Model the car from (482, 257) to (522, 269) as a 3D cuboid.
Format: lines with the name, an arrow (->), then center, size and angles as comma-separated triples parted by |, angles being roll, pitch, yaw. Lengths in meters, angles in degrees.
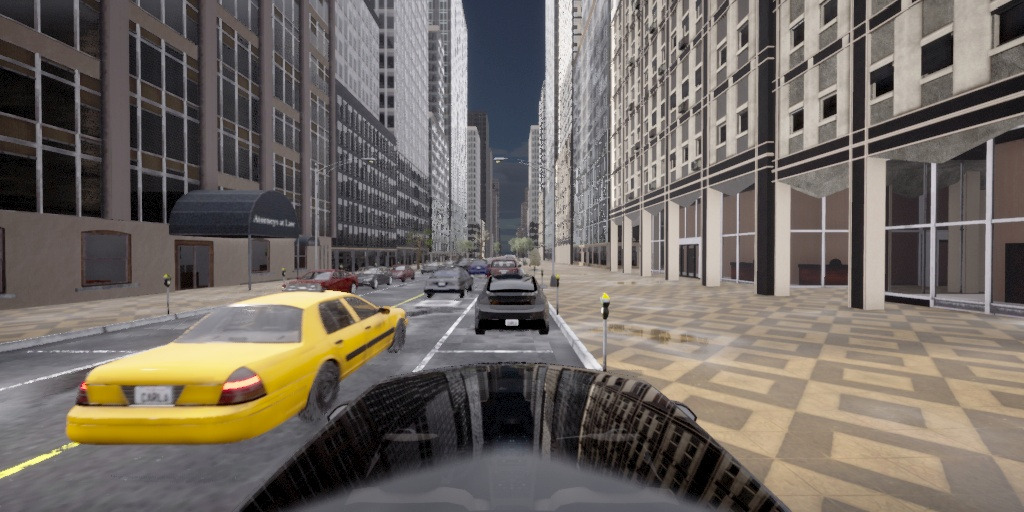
car -> -0.457, 1.061, 22.523 | 2.192, 1.841, 5.009 | 0, 0, 0

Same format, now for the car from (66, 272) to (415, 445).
car -> -3.147, 1.204, 5.711 | 1.801, 1.575, 5.366 | 0, 0, 0

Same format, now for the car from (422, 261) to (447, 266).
car -> -8.837, 1.294, 39.574 | 2.007, 1.370, 4.403 | 0, 0, 0

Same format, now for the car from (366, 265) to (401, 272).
car -> -8.838, 1.297, 22.523 | 2.007, 1.370, 4.403 | 0, 0, 0

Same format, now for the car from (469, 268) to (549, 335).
car -> -0.001, 1.252, 10.501 | 1.837, 1.490, 4.892 | 0, 0, 0

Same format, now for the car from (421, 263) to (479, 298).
car -> -3.118, 1.295, 18.570 | 2.033, 1.411, 5.357 | 0, 0, 1

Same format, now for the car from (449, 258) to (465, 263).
car -> -6.189, 1.248, 44.525 | 1.837, 1.490, 4.892 | 0, 0, 1

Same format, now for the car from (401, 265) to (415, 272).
car -> -8.837, 1.327, 28.206 | 1.802, 1.307, 4.207 | 0, 0, 0

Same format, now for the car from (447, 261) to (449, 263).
car -> -8.837, 1.291, 50.940 | 2.007, 1.370, 4.403 | 0, 0, 0

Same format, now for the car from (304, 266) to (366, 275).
car -> -8.837, 1.292, 16.839 | 1.888, 1.381, 4.507 | 0, 0, 0

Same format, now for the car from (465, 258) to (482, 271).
car -> -3.099, 1.095, 35.643 | 2.097, 1.767, 4.553 | 0, 0, 0
